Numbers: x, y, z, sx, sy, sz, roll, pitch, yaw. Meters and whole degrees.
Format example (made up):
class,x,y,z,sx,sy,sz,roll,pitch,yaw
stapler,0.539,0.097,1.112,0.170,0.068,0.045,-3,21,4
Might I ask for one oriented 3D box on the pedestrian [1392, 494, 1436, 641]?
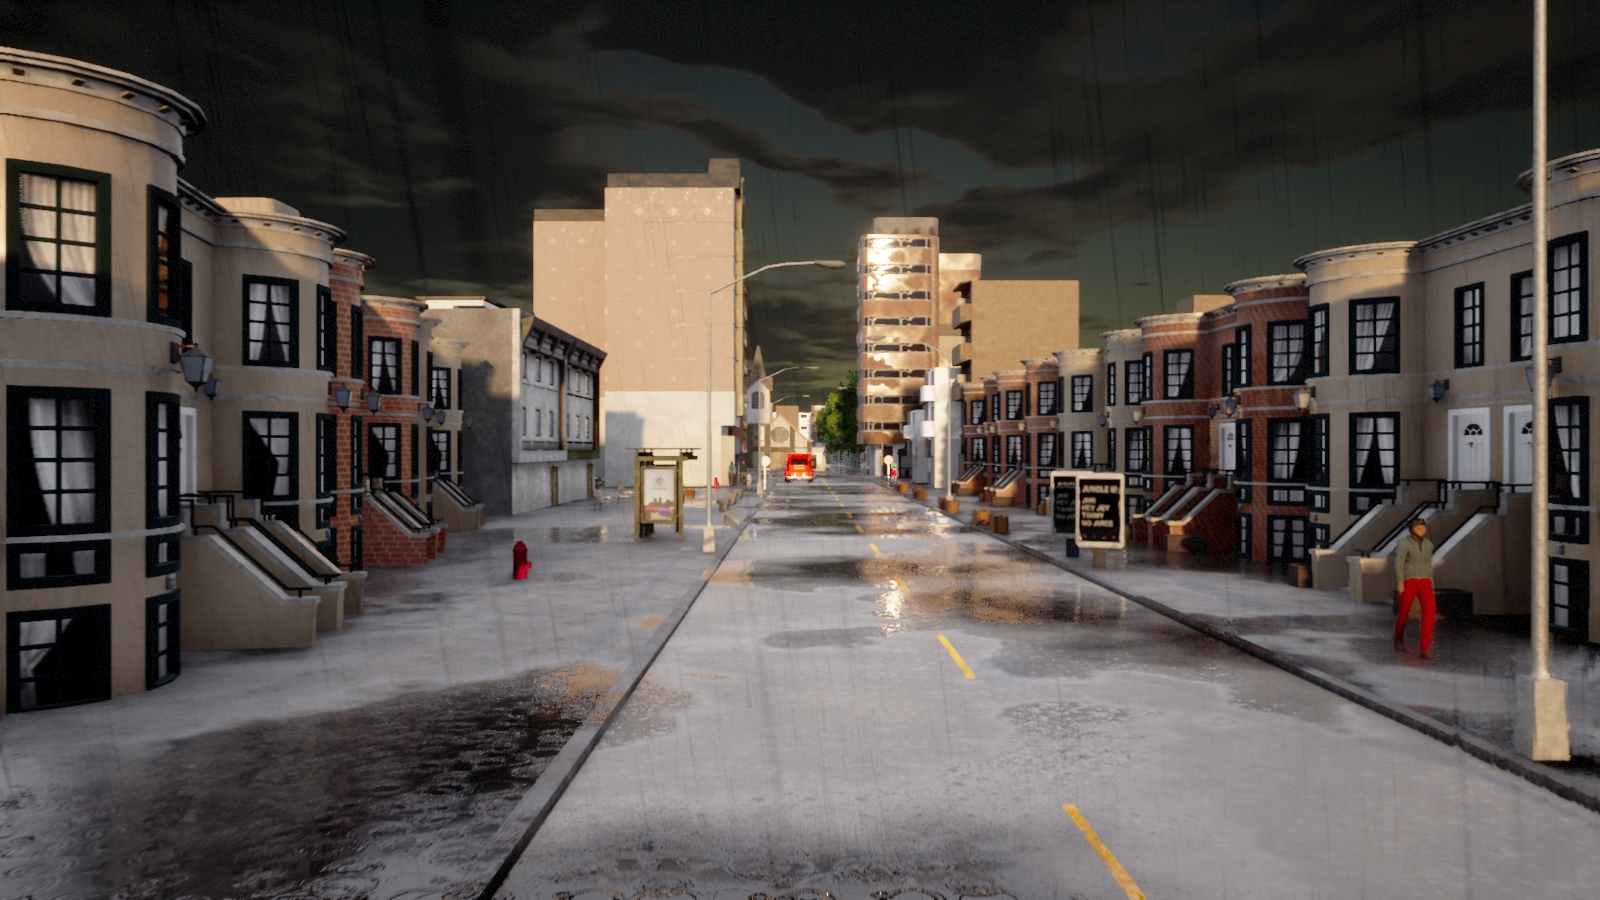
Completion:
class,x,y,z,sx,sy,sz,roll,pitch,yaw
pedestrian,7.954,1.513,14.804,0.375,1.860,0.375,0,0,4
